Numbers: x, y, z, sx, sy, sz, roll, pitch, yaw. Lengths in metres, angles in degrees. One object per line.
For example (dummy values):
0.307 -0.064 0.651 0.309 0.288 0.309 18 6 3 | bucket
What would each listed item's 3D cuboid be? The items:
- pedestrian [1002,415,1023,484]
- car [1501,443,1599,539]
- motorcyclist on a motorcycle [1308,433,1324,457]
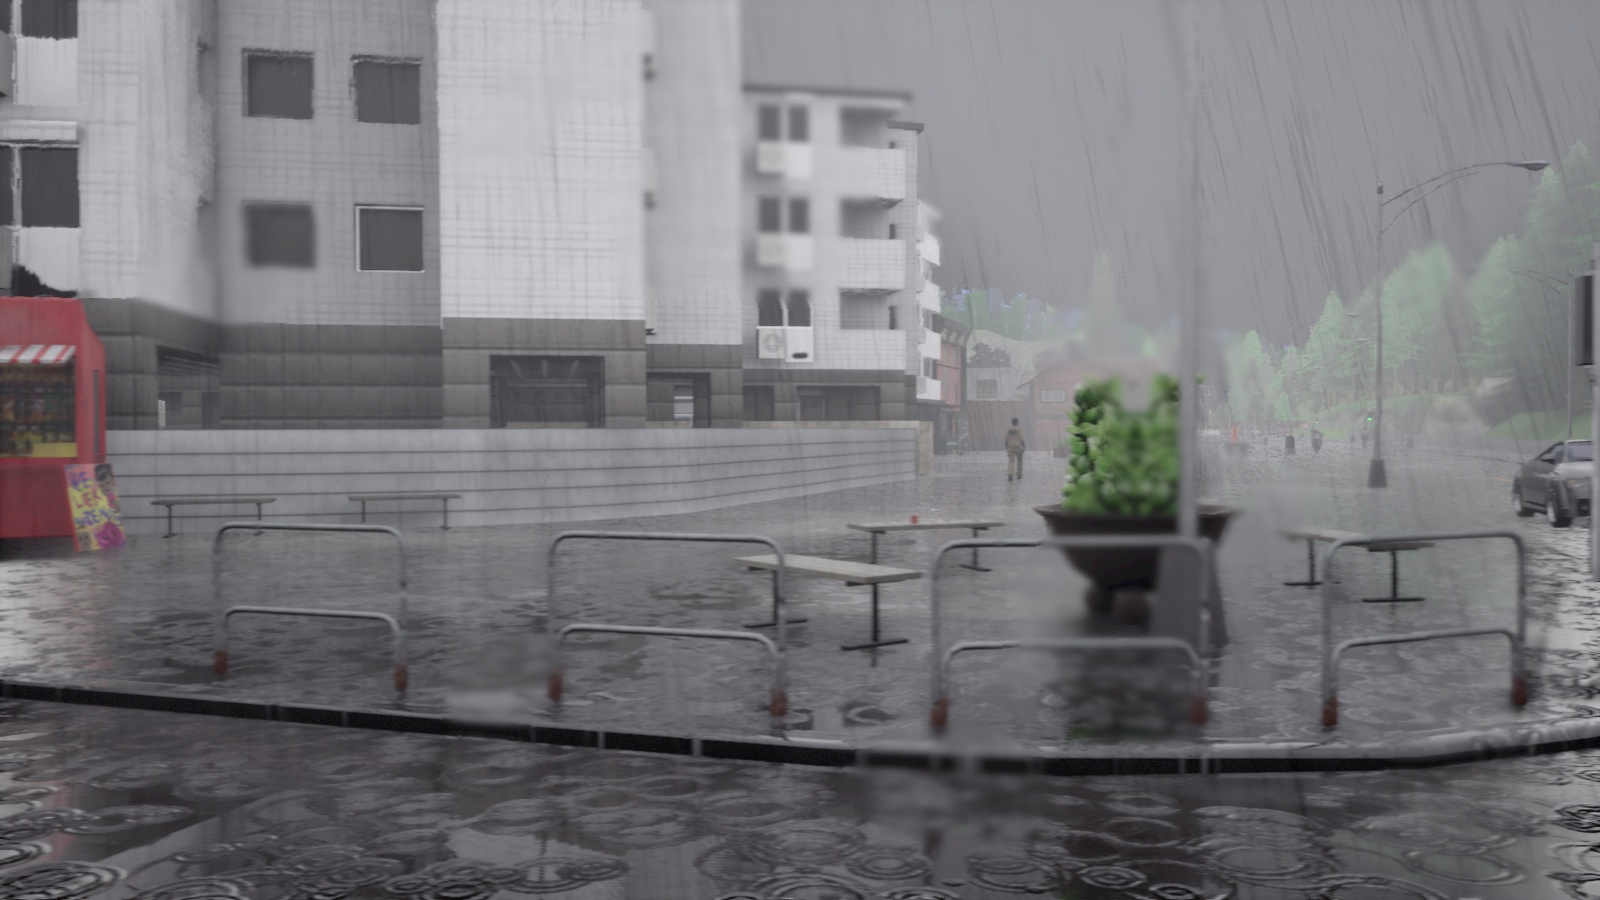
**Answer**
6.058 -0.013 35.742 0.396 1.930 0.692 1 1 28 | pedestrian
13.038 0.610 20.551 1.994 1.385 4.181 1 1 19 | car
34.377 -0.350 83.716 0.866 1.530 2.191 1 1 19 | motorcyclist on a motorcycle
